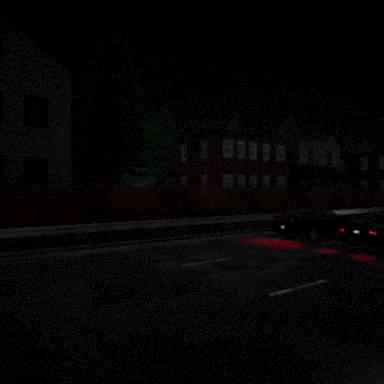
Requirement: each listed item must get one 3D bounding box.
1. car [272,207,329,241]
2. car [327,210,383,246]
[{"bbox_3d":[6.236,1.484,16.916,5.008,1.535,1.882,0,0,-35],"label":"car"},{"bbox_3d":[8.269,1.562,14.066,5.357,1.411,2.033,0,0,-35],"label":"car"}]
